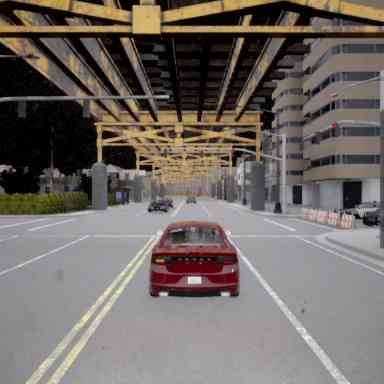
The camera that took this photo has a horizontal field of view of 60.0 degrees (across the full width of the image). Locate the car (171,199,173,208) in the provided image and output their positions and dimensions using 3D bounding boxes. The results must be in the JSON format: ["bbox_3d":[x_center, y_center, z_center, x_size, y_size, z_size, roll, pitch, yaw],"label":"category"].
[{"bbox_3d":[-3.696,1.547,48.491,2.033,1.411,5.357,0,0,-1],"label":"car"}]

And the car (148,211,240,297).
[{"bbox_3d":[0.056,1.478,8.619,1.882,1.535,5.008,0,0,0],"label":"car"}]

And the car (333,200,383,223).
[{"bbox_3d":[13.534,1.453,25.474,4.974,1.542,2.038,0,0,25],"label":"car"}]

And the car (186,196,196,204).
[{"bbox_3d":[-0.137,1.547,63.294,2.033,1.411,5.357,0,0,0],"label":"car"}]

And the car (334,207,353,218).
[{"bbox_3d":[13.581,1.295,25.453,4.536,1.218,1.853,0,0,25],"label":"car"}]

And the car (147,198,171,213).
[{"bbox_3d":[-3.673,1.564,36.608,1.994,1.385,4.181,0,0,0],"label":"car"}]

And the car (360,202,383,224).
[{"bbox_3d":[13.265,1.295,21.333,4.536,1.218,1.853,0,0,-20],"label":"car"}]

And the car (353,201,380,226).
[{"bbox_3d":[13.216,1.453,21.315,4.974,1.542,2.038,0,0,-20],"label":"car"}]
